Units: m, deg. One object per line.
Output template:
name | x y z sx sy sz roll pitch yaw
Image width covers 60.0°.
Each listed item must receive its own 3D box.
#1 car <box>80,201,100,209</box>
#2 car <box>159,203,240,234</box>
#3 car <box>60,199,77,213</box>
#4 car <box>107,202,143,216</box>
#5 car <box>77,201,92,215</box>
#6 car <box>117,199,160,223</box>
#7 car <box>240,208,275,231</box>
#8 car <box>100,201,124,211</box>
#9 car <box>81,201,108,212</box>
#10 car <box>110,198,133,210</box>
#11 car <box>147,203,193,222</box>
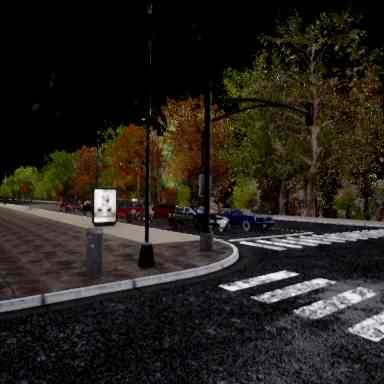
car | -17.848 2.200 57.970 1.895 1.301 4.718 1 -1 -35
car | 0.298 1.580 20.120 2.128 1.511 4.902 1 -1 -34
car | -15.727 1.730 43.378 2.097 1.767 4.553 1 -1 -34
car | -7.559 1.868 37.220 2.033 1.411 5.357 1 -1 -35
car | -10.125 1.768 35.222 2.128 1.511 4.902 1 -1 -35
car | -4.921 1.535 27.692 2.097 1.767 4.553 1 -1 -35
car | 3.121 1.730 21.771 1.895 1.301 4.718 1 -1 -35
car | -11.975 2.020 49.530 1.812 1.442 4.674 1 -1 -34
car | -13.557 1.977 45.958 2.033 1.411 5.357 1 -1 -34
car | -11.590 1.931 54.713 2.097 1.767 4.553 1 -1 -34
car | -2.034 1.747 29.226 1.812 1.442 4.674 1 -1 -35
